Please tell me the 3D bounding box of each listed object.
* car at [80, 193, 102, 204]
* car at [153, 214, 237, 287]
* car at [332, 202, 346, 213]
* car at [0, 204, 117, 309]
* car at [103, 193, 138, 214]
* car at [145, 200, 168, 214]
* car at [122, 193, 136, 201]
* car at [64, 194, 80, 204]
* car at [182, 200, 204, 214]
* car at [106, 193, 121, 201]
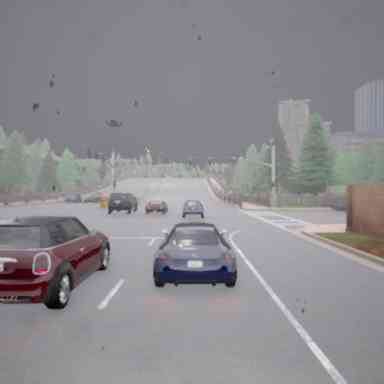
[{"bbox_3d":[-17.538,1.336,58.971,2.033,1.411,5.357,0,0,1],"label":"car"},{"bbox_3d":[0.076,1.530,9.232,1.994,1.385,4.181,0,0,0],"label":"car"},{"bbox_3d":[17.101,1.401,34.653,4.674,1.442,1.812,-1,0,0],"label":"car"},{"bbox_3d":[-3.432,1.323,7.935,2.097,1.767,4.553,0,0,0],"label":"car"},{"bbox_3d":[-6.899,1.100,33.573,2.150,2.045,5.566,0,0,0],"label":"car"},{"bbox_3d":[-3.401,1.482,32.970,1.895,1.301,4.718,0,0,0],"label":"car"},{"bbox_3d":[-14.077,1.015,74.661,2.128,1.511,4.902,0,2,0],"label":"car"},{"bbox_3d":[-21.041,1.140,59.041,2.097,1.767,4.553,0,0,0],"label":"car"},{"bbox_3d":[0.097,1.440,29.684,2.033,1.411,5.357,0,0,0],"label":"car"},{"bbox_3d":[-17.576,1.028,74.405,2.128,1.511,4.902,0,2,0],"label":"car"}]
